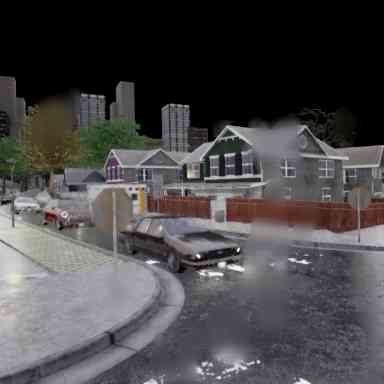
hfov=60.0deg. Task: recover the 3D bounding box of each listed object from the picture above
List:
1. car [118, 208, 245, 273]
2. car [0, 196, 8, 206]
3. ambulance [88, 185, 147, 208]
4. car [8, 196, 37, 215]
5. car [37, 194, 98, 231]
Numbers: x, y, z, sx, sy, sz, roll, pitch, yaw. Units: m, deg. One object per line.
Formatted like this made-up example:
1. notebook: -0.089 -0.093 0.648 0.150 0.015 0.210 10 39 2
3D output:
1. car: -0.693 1.491 11.004 2.033 1.411 5.357 -1 2 -34
2. car: -24.090 1.123 43.801 1.895 1.301 4.718 -2 1 -32
3. ambulance: -5.459 0.782 22.154 2.351 2.431 6.366 -2 2 -38
4. car: -15.224 1.218 30.318 1.812 1.442 4.674 -2 1 -35
5. car: -7.350 1.174 19.752 2.097 1.767 4.553 -2 2 -38
